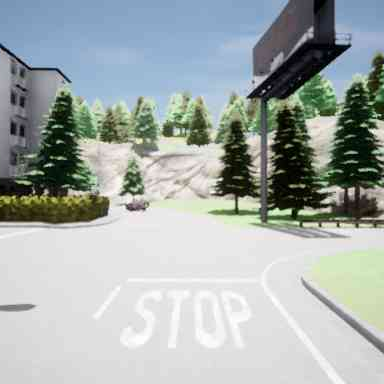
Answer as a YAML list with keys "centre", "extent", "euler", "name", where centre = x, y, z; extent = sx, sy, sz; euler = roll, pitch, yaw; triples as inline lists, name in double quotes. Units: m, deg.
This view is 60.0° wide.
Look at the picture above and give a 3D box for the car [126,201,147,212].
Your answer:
- centre: [-7.185, 1.808, 42.820]
  extent: [1.994, 1.385, 4.181]
  euler: [0, 0, -22]
  name: "car"
